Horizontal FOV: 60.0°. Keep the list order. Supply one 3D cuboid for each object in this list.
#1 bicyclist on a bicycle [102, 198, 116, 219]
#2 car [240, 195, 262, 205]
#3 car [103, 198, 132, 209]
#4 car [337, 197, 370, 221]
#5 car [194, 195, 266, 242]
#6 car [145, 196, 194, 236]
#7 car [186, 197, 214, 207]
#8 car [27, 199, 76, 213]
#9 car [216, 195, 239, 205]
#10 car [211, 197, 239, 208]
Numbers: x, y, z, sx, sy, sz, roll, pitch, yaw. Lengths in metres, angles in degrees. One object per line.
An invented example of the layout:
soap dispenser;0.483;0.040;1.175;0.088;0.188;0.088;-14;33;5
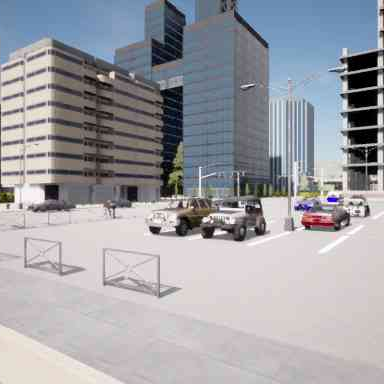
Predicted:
bicyclist on a bicycle;-6.542;1.302;26.240;1.656;1.620;0.582;0;0;34
car;10.365;1.352;58.368;2.097;1.767;4.553;0;0;34
car;-10.356;1.564;46.560;1.994;1.385;4.181;0;0;35
car;14.074;1.395;28.607;1.970;1.475;3.806;0;0;34
car;2.074;1.156;15.629;1.905;1.878;3.866;0;0;34
car;-0.296;1.153;17.291;1.932;1.855;4.605;0;0;34
car;1.293;1.491;51.161;2.128;1.511;4.902;0;0;34
car;-15.980;1.547;38.185;2.033;1.411;5.357;0;0;34
car;6.330;1.352;58.795;2.097;1.767;4.553;0;0;34
car;5.107;1.547;50.488;2.033;1.411;5.357;0;0;33
